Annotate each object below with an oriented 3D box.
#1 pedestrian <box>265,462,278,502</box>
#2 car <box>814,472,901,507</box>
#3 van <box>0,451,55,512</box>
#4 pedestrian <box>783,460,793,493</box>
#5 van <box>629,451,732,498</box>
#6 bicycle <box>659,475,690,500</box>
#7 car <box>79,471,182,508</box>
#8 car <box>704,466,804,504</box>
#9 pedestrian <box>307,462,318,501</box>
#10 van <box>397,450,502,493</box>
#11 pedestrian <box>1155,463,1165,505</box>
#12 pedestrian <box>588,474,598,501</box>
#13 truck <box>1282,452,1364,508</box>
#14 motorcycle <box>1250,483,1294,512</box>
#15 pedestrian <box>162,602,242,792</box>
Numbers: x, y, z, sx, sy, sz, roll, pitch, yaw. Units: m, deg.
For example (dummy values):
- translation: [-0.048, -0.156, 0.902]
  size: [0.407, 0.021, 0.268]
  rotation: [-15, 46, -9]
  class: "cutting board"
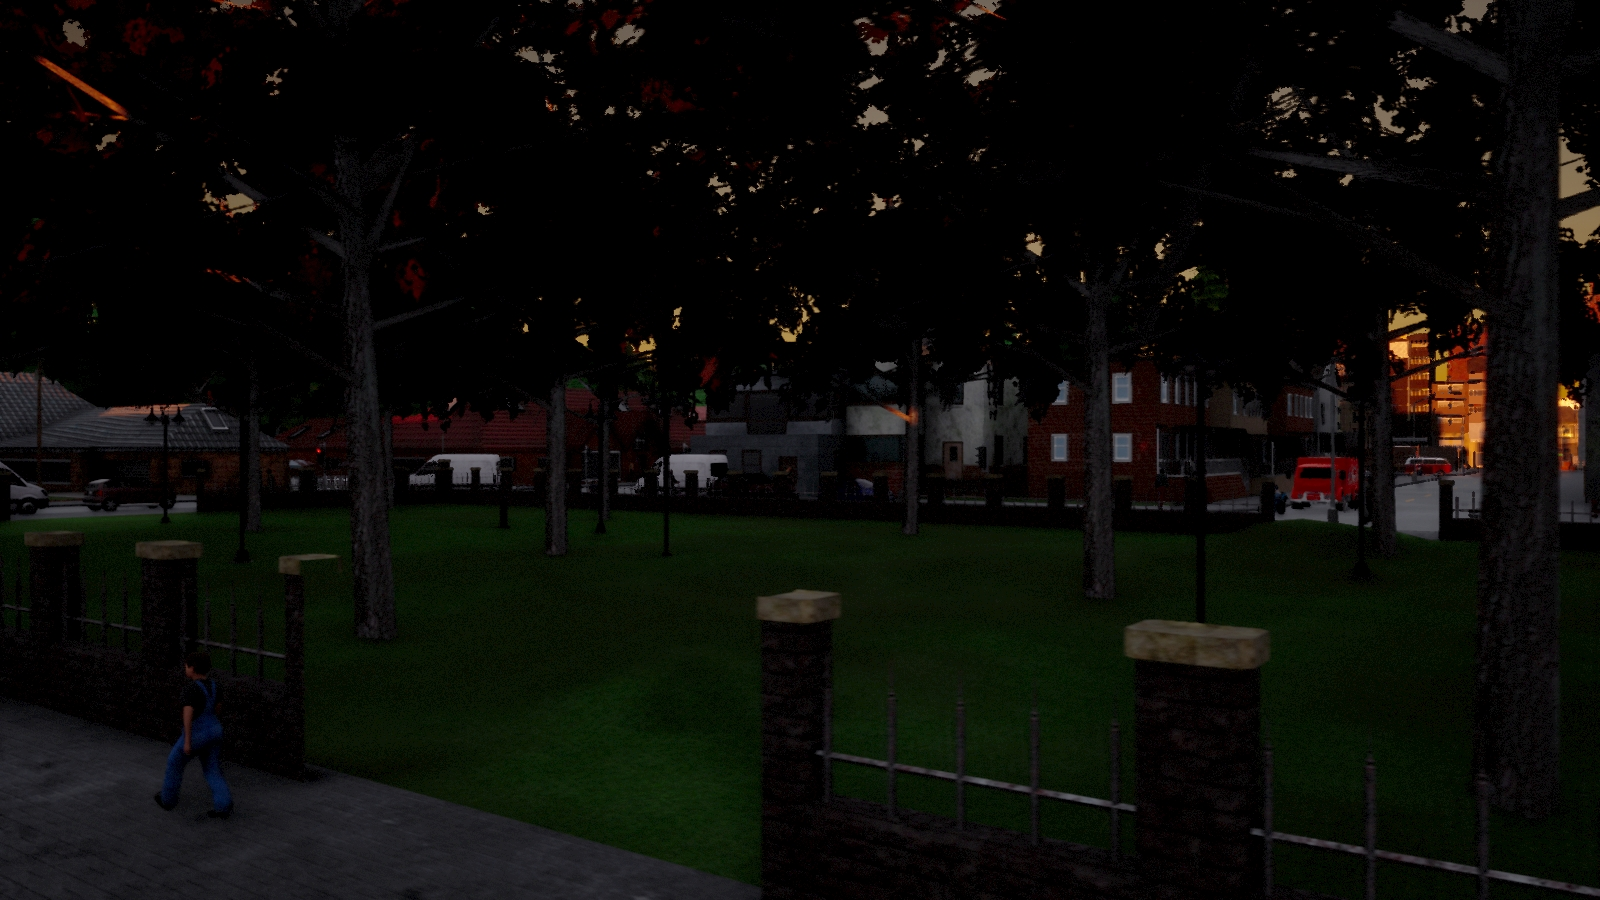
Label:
- translation: [-25.103, 1.523, 54.265]
  size: [0.375, 1.860, 0.375]
  rotation: [0, 0, 29]
  class: "pedestrian"
- translation: [2.652, 1.817, 53.065]
  size: [3.633, 1.501, 1.845]
  rotation: [0, 0, 36]
  class: "car"
- translation: [-34.918, 1.312, 47.867]
  size: [1.988, 2.561, 5.915]
  rotation: [0, 0, 36]
  class: "van"
- translation: [-0.689, 1.515, 65.487]
  size: [0.375, 1.860, 0.375]
  rotation: [0, 0, 36]
  class: "pedestrian"
- translation: [-6.759, 1.313, 64.326]
  size: [5.915, 2.561, 1.988]
  rotation: [0, 0, 35]
  class: "van"
- translation: [-6.507, 1.939, 59.343]
  size: [1.835, 1.271, 0.329]
  rotation: [0, 0, 35]
  class: "bicycle"
- translation: [-31.118, 1.804, 53.186]
  size: [1.789, 1.549, 3.705]
  rotation: [0, 0, 35]
  class: "car"
- translation: [-2.292, 1.684, 56.318]
  size: [4.553, 1.767, 2.097]
  rotation: [0, 0, 35]
  class: "car"
- translation: [-23.533, 1.523, 55.162]
  size: [0.375, 1.860, 0.375]
  rotation: [0, 0, 34]
  class: "pedestrian"
- translation: [-21.417, 1.312, 70.016]
  size: [5.915, 2.561, 1.988]
  rotation: [0, -1, -6]
  class: "van"
- translation: [16.265, 1.529, 51.580]
  size: [0.375, 1.860, 0.375]
  rotation: [0, 0, 28]
  class: "pedestrian"
- translation: [-10.079, 1.803, 55.604]
  size: [0.375, 1.300, 0.375]
  rotation: [0, 0, -41]
  class: "pedestrian"
- translation: [24.754, 1.348, 53.952]
  size: [2.627, 2.467, 5.204]
  rotation: [0, 0, 35]
  class: "truck"
- translation: [20.034, 1.992, 48.461]
  size: [2.033, 1.145, 0.803]
  rotation: [0, -1, -37]
  class: "motorcycle"
- translation: [-4.413, 1.805, 8.444]
  size: [0.375, 1.300, 0.375]
  rotation: [0, 0, 26]
  class: "pedestrian"
